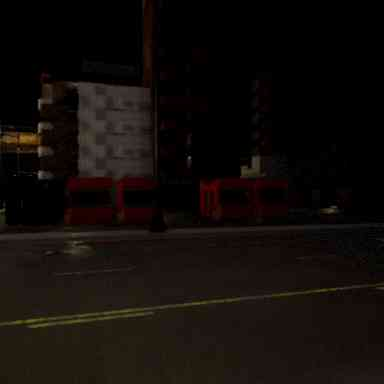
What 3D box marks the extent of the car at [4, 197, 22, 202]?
[{"bbox_3d":[-41.524,1.482,76.734,2.038,1.542,4.974,0,0,8],"label":"car"}]
